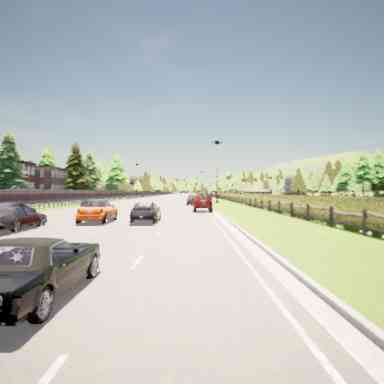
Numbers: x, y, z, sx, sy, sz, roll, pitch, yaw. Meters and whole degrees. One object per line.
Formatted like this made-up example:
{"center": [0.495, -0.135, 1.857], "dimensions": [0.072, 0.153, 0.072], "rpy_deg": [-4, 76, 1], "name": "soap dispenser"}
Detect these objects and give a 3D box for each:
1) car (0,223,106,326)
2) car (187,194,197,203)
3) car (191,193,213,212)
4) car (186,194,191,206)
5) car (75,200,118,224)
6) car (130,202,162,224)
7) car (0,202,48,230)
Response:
{"center": [-3.399, 1.597, 7.011], "dimensions": [1.895, 1.301, 4.718], "rpy_deg": [0, 0, 0], "name": "car"}
{"center": [0.004, 1.248, 69.464], "dimensions": [2.097, 1.767, 4.553], "rpy_deg": [0, 0, 0], "name": "car"}
{"center": [1.227, 1.205, 37.944], "dimensions": [2.150, 2.045, 5.566], "rpy_deg": [0, 0, 0], "name": "car"}
{"center": [0.004, 1.499, 55.138], "dimensions": [1.812, 1.442, 4.674], "rpy_deg": [0, 0, 0], "name": "car"}
{"center": [-6.900, 1.340, 24.564], "dimensions": [2.097, 1.767, 4.553], "rpy_deg": [0, 0, 0], "name": "car"}
{"center": [-3.399, 1.479, 24.818], "dimensions": [2.128, 1.511, 4.902], "rpy_deg": [0, 0, 0], "name": "car"}
{"center": [-10.398, 1.538, 19.403], "dimensions": [2.033, 1.411, 5.357], "rpy_deg": [0, 0, 0], "name": "car"}
